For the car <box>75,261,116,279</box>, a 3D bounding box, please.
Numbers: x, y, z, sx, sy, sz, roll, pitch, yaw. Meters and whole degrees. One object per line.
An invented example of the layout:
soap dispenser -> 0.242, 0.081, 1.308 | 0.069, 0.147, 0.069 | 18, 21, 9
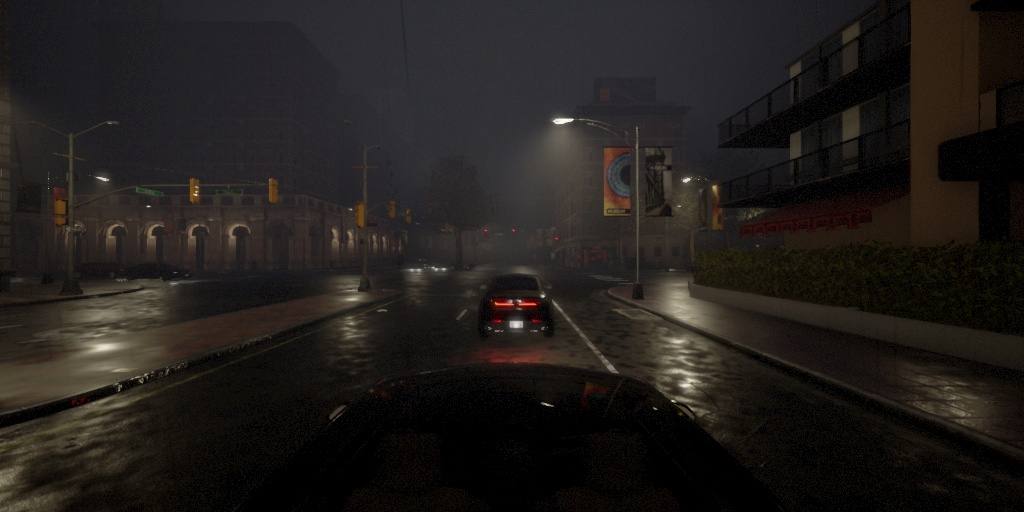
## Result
car -> -36.677, 1.228, 32.351 | 5.008, 1.535, 1.882 | 0, 0, 0

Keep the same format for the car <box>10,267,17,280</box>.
car -> -43.257, 1.241, 28.851 | 4.902, 1.511, 2.128 | 0, 0, 0

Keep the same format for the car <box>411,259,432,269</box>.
car -> -14.862, 1.241, 57.928 | 2.128, 1.511, 4.902 | 0, 0, 0

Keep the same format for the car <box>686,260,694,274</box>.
car -> 21.863, 1.351, 39.565 | 4.718, 1.301, 1.895 | 0, 0, 0

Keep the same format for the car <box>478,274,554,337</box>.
car -> 0.109, 1.255, 10.304 | 1.837, 1.490, 4.892 | 0, 0, 0

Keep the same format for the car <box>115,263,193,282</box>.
car -> -28.506, 1.276, 28.920 | 4.674, 1.442, 1.812 | 0, 0, 1

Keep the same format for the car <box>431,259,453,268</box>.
car -> -11.357, 1.314, 58.700 | 1.994, 1.385, 4.181 | 0, 0, 0
